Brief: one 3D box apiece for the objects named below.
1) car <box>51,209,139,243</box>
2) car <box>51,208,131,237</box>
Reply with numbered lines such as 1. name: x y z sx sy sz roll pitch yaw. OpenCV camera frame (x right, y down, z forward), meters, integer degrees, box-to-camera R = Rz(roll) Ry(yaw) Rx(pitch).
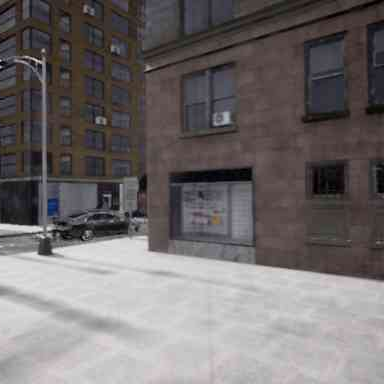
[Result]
1. car: -4.914 1.749 17.593 1.837 1.490 4.892 -1 -1 36
2. car: -6.146 1.781 20.772 1.812 1.442 4.674 -1 -1 36
